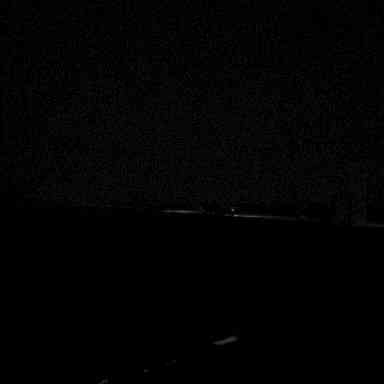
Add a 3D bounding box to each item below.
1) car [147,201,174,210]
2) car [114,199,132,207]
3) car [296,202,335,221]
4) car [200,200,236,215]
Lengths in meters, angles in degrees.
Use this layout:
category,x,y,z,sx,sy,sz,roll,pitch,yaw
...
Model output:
category,x,y,z,sx,sy,sz,roll,pitch,yaw
car,-4.385,1.892,46.821,1.895,1.301,4.718,1,-1,-36
car,-13.390,2.032,64.270,1.882,1.535,5.008,1,-1,-36
car,10.573,1.562,26.162,2.128,1.511,4.902,1,-1,-37
car,2.831,1.668,36.800,2.128,1.511,4.902,1,-1,-36
